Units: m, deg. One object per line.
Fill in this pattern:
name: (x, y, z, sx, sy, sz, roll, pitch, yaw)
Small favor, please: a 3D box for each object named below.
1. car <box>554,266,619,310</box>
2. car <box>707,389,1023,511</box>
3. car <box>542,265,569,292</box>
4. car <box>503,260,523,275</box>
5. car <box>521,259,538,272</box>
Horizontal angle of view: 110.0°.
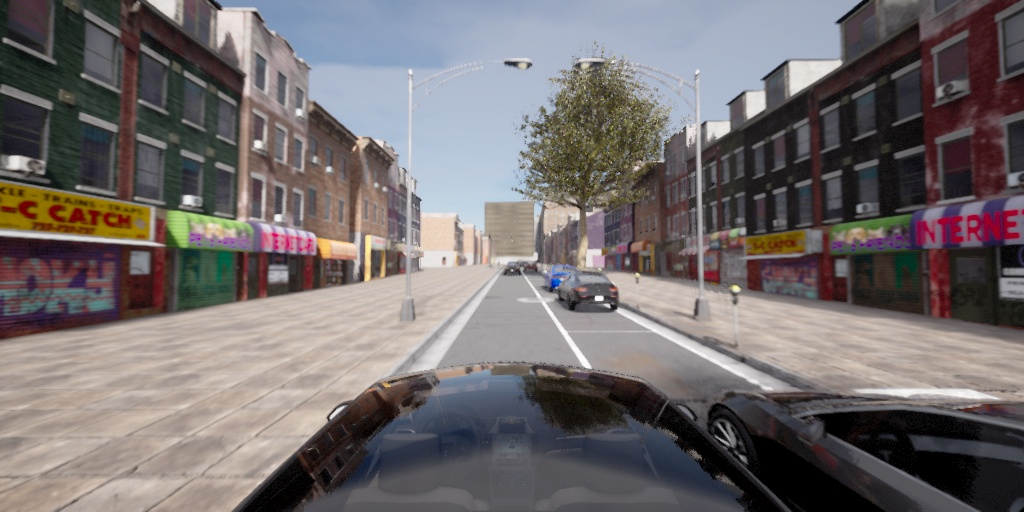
car: (3.020, 1.311, 14.726, 1.812, 1.442, 4.674, 0, 0, 0)
car: (2.640, 1.315, 1.519, 1.948, 1.339, 4.313, 0, 0, 0)
car: (3.009, 1.283, 21.730, 1.882, 1.535, 5.008, 0, 0, 0)
car: (0.069, 1.412, 40.952, 1.812, 1.442, 4.674, 0, -1, 1)
car: (2.627, 1.383, 51.502, 1.967, 1.591, 4.097, 0, 0, 0)
